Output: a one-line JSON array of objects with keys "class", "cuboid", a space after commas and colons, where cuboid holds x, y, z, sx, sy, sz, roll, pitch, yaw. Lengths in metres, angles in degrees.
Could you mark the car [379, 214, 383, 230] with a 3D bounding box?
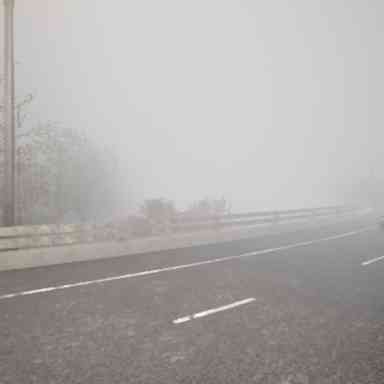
[{"class": "car", "cuboid": [13.099, 1.607, 20.585, 2.033, 1.411, 5.357, 0, 0, 42]}]
